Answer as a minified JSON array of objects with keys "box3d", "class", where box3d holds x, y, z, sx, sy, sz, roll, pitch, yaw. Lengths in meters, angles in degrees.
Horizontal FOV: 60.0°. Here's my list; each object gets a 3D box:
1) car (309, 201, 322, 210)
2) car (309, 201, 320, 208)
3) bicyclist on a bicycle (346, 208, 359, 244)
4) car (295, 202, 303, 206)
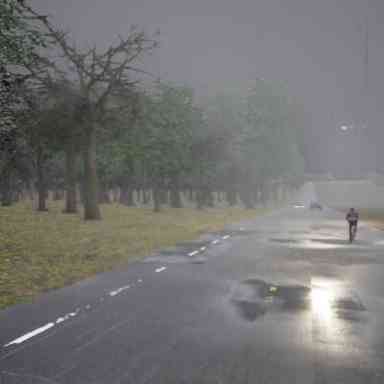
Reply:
[{"box3d":[20.986,2.304,56.354,1.837,1.490,4.892,-1,-1,20],"class":"car"},{"box3d":[25.505,2.614,69.438,2.128,1.511,4.902,-1,-2,19],"class":"car"},{"box3d":[7.435,1.552,15.390,0.582,1.620,1.656,-1,-1,19],"class":"bicyclist on a bicycle"},{"box3d":[28.699,3.199,88.976,1.895,1.301,4.718,-1,-2,19],"class":"car"}]
